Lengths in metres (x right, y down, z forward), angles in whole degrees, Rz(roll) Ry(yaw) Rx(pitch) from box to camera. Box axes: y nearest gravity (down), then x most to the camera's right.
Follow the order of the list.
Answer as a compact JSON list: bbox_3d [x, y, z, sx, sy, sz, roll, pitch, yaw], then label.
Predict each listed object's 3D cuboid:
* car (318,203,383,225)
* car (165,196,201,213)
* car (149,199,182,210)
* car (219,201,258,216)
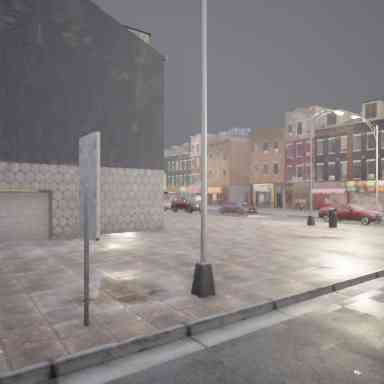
[{"bbox_3d":[11.664,1.572,24.566,1.812,1.442,4.674,0,0,-36],"label":"car"},{"bbox_3d":[-0.477,1.413,37.201,2.192,1.841,5.009,0,0,-36],"label":"car"},{"bbox_3d":[-3.782,1.690,46.244,2.033,1.411,5.357,0,0,-35],"label":"car"},{"bbox_3d":[4.739,1.651,34.251,1.994,1.385,4.181,0,0,-37],"label":"car"}]
